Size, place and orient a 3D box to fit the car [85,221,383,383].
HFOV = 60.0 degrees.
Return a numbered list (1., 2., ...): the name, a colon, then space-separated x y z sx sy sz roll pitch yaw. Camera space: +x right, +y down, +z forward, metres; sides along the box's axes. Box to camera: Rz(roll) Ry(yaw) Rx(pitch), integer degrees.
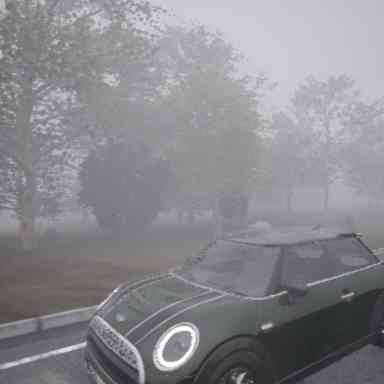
1. car: 0.931 1.356 4.657 4.553 1.767 2.097 0 0 -36
